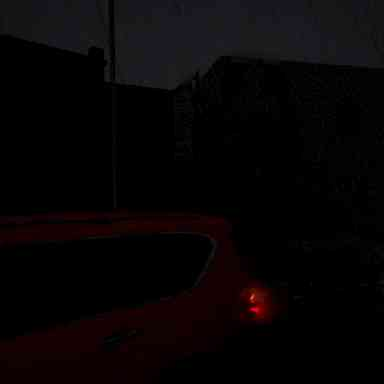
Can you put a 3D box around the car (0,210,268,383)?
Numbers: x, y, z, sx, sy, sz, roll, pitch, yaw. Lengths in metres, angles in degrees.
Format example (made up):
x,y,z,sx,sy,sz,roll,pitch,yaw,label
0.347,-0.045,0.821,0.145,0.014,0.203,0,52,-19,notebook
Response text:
x,y,z,sx,sy,sz,roll,pitch,yaw,label
-1.897,1.222,2.526,5.566,2.045,2.150,0,0,-34,car
